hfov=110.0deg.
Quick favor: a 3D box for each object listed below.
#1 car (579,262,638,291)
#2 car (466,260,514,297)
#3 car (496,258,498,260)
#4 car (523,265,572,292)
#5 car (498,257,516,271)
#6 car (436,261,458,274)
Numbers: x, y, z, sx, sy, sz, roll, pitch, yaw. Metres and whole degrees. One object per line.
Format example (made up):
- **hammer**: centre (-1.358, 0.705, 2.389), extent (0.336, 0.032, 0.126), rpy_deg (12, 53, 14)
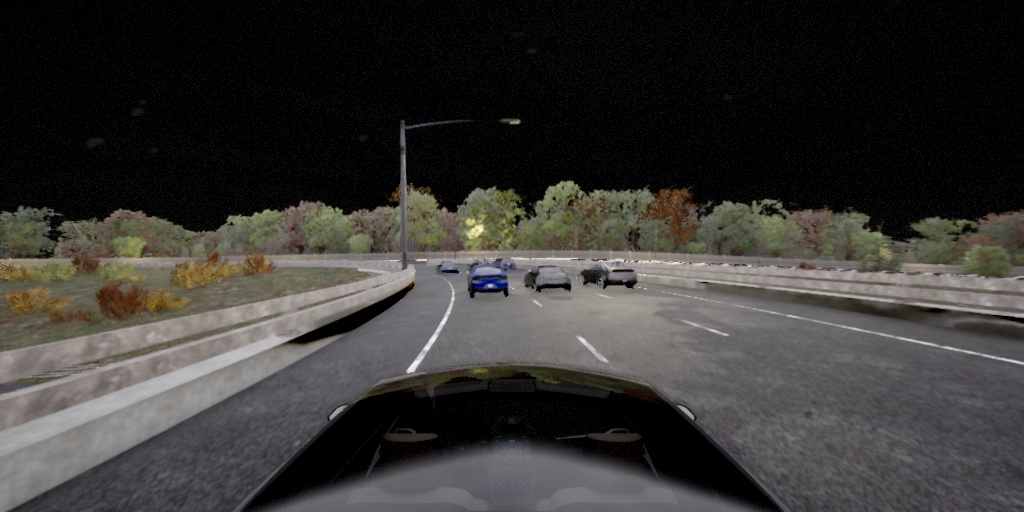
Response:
- **car**: centre (5.420, 1.091, 20.819), extent (2.128, 1.511, 4.902), rpy_deg (-1, 0, -9)
- **car**: centre (-1.343, 1.195, 18.851), extent (1.882, 1.535, 5.008), rpy_deg (-1, 0, -8)
- **car**: centre (-3.656, 1.177, 41.031), extent (2.128, 1.511, 4.902), rpy_deg (-1, 0, -21)
- **car**: centre (1.923, 1.222, 20.500), extent (1.994, 1.385, 4.181), rpy_deg (-1, 0, -10)
- **car**: centre (-1.168, 0.985, 44.198), extent (2.097, 1.767, 4.553), rpy_deg (-1, 0, -21)
- **car**: centre (-7.546, 1.313, 41.379), extent (1.994, 1.385, 4.181), rpy_deg (-1, 0, -22)
